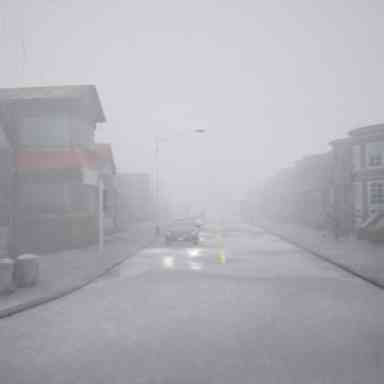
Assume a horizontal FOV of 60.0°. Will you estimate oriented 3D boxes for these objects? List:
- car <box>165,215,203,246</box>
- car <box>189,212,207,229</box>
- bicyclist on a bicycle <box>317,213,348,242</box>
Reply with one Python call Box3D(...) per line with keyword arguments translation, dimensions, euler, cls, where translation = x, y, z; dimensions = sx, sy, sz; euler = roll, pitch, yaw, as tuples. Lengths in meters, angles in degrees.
Box3D(translation=(-0.484, 2.370, 20.448), dimensions=(1.812, 1.442, 4.674), euler=(-1, -2, 3), cls="car")
Box3D(translation=(0.167, 2.746, 30.089), dimensions=(1.812, 1.442, 4.674), euler=(-1, -2, 4), cls="car")
Box3D(translation=(7.772, 1.961, 18.439), dimensions=(1.656, 1.620, 0.582), euler=(-1, -2, 4), cls="bicyclist on a bicycle")
